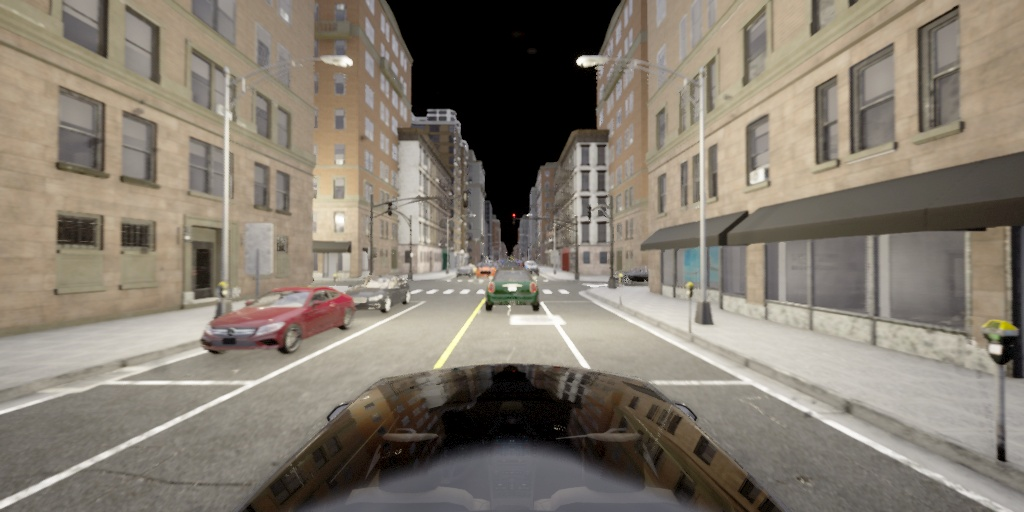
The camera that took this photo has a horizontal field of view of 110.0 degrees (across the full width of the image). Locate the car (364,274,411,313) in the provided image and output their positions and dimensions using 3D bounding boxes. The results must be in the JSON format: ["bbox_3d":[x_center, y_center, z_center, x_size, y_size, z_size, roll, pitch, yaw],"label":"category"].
[{"bbox_3d":[-5.392,1.446,14.610,2.007,1.370,4.403,0,0,0],"label":"car"}]

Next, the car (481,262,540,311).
[{"bbox_3d":[0.037,1.257,15.464,2.097,1.767,4.553,0,-1,1],"label":"car"}]

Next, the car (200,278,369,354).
[{"bbox_3d":[-5.390,1.413,8.929,1.802,1.307,4.207,0,0,0],"label":"car"}]

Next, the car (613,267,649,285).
[{"bbox_3d":[10.770,1.624,29.850,4.902,1.511,2.128,0,-1,0],"label":"car"}]

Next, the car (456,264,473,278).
[{"bbox_3d":[-5.403,1.745,41.485,2.007,1.370,4.403,0,0,0],"label":"car"}]

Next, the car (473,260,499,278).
[{"bbox_3d":[-2.833,1.536,40.437,2.097,1.767,4.553,0,-1,0],"label":"car"}]

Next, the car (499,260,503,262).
[{"bbox_3d":[-2.845,1.690,54.382,2.097,1.767,4.553,0,-1,0],"label":"car"}]
